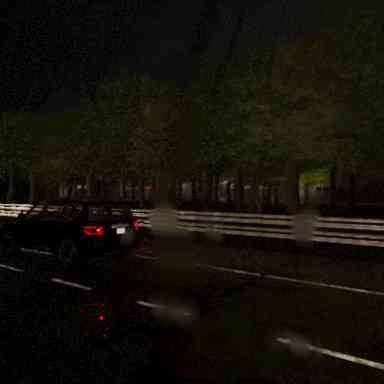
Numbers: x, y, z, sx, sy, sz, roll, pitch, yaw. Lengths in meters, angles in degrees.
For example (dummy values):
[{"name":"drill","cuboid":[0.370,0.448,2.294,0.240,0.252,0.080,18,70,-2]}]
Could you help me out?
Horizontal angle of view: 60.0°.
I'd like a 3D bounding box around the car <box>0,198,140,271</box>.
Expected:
[{"name":"car","cuboid":[-4.236,1.225,11.196,5.566,2.045,2.150,0,0,36]}]
